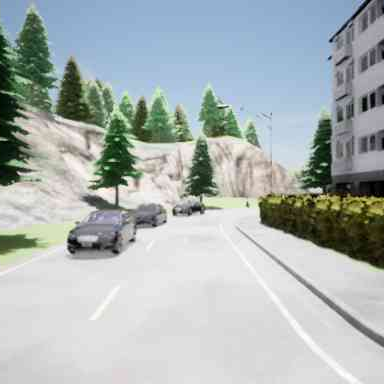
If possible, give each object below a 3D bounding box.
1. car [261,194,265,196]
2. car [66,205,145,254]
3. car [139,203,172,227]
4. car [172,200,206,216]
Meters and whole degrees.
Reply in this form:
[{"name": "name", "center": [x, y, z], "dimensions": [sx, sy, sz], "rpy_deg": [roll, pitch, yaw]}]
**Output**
[{"name": "car", "center": [10.831, 1.242, 42.006], "dimensions": [5.566, 2.045, 2.150], "rpy_deg": [0, 0, -36]}, {"name": "car", "center": [-3.484, 1.498, 13.612], "dimensions": [2.128, 1.511, 4.902], "rpy_deg": [0, 0, 1]}, {"name": "car", "center": [-2.961, 1.516, 22.961], "dimensions": [1.837, 1.490, 4.892], "rpy_deg": [0, 0, 8]}, {"name": "car", "center": [-0.271, 1.508, 32.626], "dimensions": [2.128, 1.511, 4.902], "rpy_deg": [0, 0, 25]}]
